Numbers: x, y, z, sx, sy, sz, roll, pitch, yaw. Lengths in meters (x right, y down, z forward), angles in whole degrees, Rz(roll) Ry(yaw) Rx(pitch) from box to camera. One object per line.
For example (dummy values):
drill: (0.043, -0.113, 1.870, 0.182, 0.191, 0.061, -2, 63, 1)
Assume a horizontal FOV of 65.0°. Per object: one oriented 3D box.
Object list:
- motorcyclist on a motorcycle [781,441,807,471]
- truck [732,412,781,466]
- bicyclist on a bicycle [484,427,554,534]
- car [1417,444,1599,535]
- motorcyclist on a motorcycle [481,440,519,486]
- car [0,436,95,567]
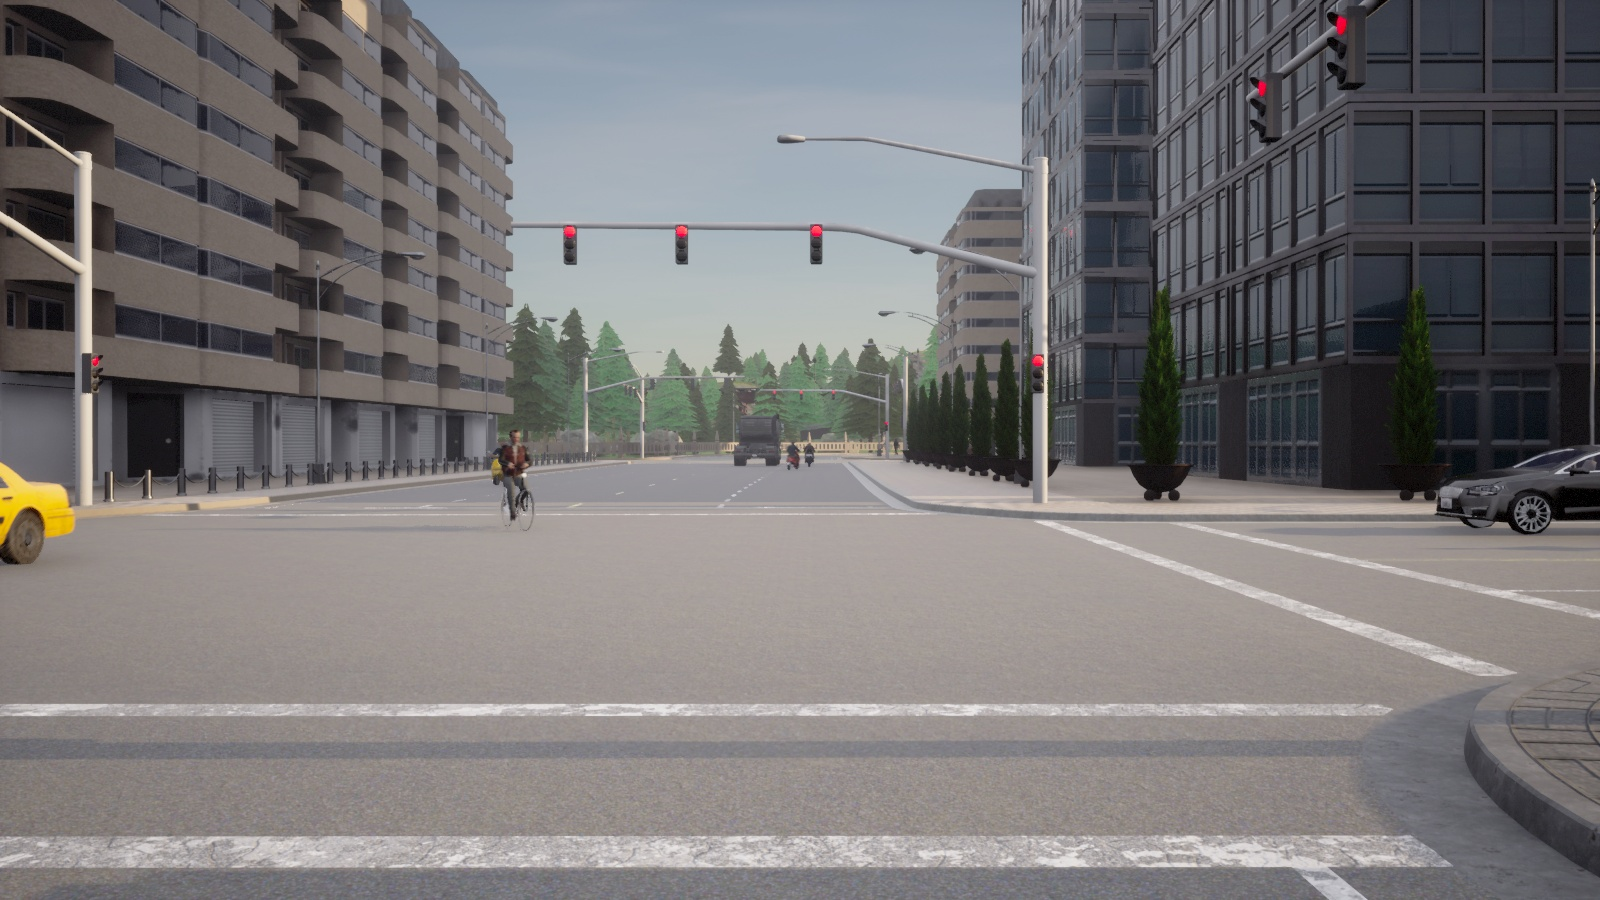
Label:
motorcyclist on a motorcycle: (-0.338, 0.314, 68.357, 0.866, 1.590, 1.817, 0, 0, 18)
truck: (-2.822, -0.710, 83.605, 2.891, 3.462, 7.936, 0, 0, 1)
bicyclist on a bicycle: (-4.907, 0.515, 21.844, 0.659, 1.776, 1.843, 1, 0, -29)
car: (13.678, 0.646, 21.788, 4.902, 1.511, 2.128, 0, 0, 1)
motorcyclist on a motorcycle: (-10.527, 0.442, 44.143, 0.866, 1.590, 1.817, 0, 0, 1)
car: (-10.500, 0.623, 14.431, 1.801, 1.575, 5.366, 0, 0, 0)
